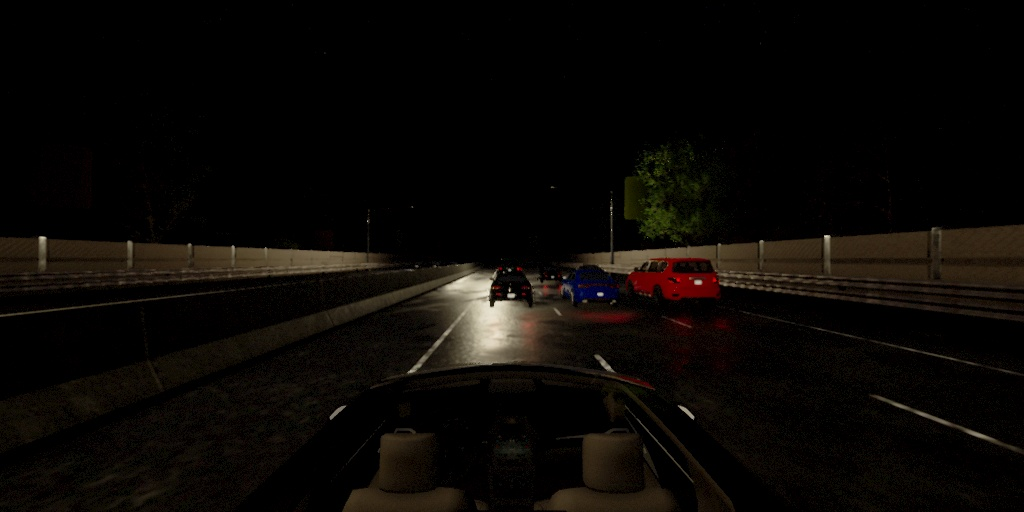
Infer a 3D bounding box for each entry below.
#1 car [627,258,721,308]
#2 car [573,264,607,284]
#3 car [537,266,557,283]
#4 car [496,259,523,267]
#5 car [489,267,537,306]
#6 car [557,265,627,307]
[{"bbox_3d":[6.957,1.103,16.101,2.150,2.045,5.566,0,0,0],"label":"car"},{"bbox_3d":[6.784,1.513,31.673,1.882,1.535,5.008,0,0,-1],"label":"car"},{"bbox_3d":[3.285,1.559,31.516,1.812,1.442,4.674,0,0,-1],"label":"car"},{"bbox_3d":[-0.213,1.245,31.107,2.150,2.045,5.566,0,0,-1],"label":"car"},{"bbox_3d":[-0.040,1.415,16.423,1.812,1.442,4.674,0,0,0],"label":"car"},{"bbox_3d":[3.460,1.368,16.540,1.882,1.535,5.008,0,0,0],"label":"car"}]
